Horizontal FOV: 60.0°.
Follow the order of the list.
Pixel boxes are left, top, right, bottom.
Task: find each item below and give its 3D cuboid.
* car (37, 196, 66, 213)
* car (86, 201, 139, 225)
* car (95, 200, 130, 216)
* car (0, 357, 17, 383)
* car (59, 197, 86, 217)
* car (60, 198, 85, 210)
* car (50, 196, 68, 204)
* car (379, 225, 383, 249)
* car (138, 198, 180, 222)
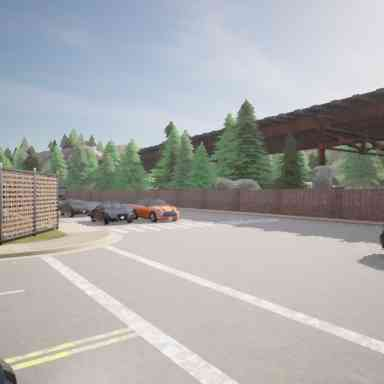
[{"bbox_3d":[-16.366,1.352,38.704,2.097,1.767,4.553,0,0,-36],"label":"car"},{"bbox_3d":[-5.925,1.563,24.361,1.994,1.385,4.181,0,0,-36],"label":"car"},{"bbox_3d":[-7.994,1.563,33.155,1.994,1.385,4.181,0,0,-36],"label":"car"},{"bbox_3d":[-3.317,1.526,1.373,4.674,1.442,1.812,0,0,-36],"label":"car"},{"bbox_3d":[-10.966,1.504,31.290,1.837,1.490,4.892,0,0,-36],"label":"car"},{"bbox_3d":[-15.736,1.564,43.811,1.994,1.385,4.181,0,0,-36],"label":"car"},{"bbox_3d":[-25.356,1.477,63.282,1.882,1.535,5.008,0,0,-36],"label":"car"},{"bbox_3d":[8.414,1.505,10.109,1.837,1.490,4.892,0,0,-35],"label":"car"},{"bbox_3d":[-2.897,1.351,26.147,2.097,1.767,4.553,0,0,-36],"label":"car"}]
